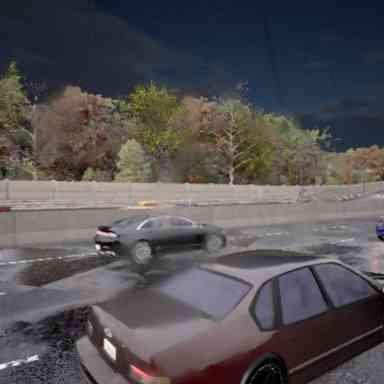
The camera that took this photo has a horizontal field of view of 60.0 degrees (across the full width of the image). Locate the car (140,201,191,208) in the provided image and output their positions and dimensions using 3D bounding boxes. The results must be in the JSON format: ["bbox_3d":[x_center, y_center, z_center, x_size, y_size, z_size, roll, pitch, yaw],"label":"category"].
[{"bbox_3d":[-1.308,1.567,24.545,4.181,1.385,1.994,0,0,-35],"label":"car"}]

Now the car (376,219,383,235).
[{"bbox_3d":[10.317,1.531,15.409,4.674,1.442,1.812,0,0,-35],"label":"car"}]

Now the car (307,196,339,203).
[{"bbox_3d":[19.055,1.388,47.587,4.553,1.767,2.097,0,0,-35],"label":"car"}]

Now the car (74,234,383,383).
[{"bbox_3d":[1.260,1.547,4.645,5.357,1.411,2.033,0,0,-36],"label":"car"}]

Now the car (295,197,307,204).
[{"bbox_3d":[17.786,1.531,50.970,4.902,1.511,2.128,0,0,-35],"label":"car"}]

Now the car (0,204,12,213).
[{"bbox_3d":[-17.028,1.478,26.235,5.008,1.535,1.882,0,0,-36],"label":"car"}]

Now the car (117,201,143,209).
[{"bbox_3d":[-3.872,1.479,27.020,5.008,1.535,1.882,0,0,-35],"label":"car"}]

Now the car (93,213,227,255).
[{"bbox_3d":[-0.927,1.491,11.681,4.902,1.511,2.128,0,0,-36],"label":"car"}]
